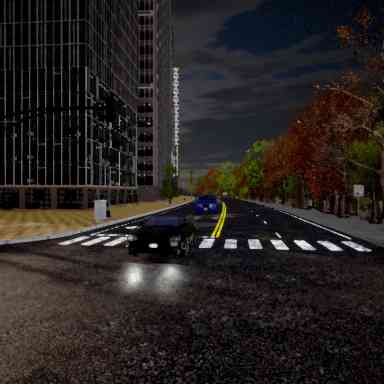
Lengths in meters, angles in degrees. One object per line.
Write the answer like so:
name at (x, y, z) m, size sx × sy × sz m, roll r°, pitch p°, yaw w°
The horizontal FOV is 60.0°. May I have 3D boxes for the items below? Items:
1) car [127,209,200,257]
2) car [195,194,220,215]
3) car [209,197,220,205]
car at (-1.012, 1.570, 12.882) m, size 1.994 × 1.385 × 4.181 m, roll 0°, pitch 0°, yaw 8°
car at (1.592, 1.249, 34.027) m, size 2.150 × 2.045 × 5.566 m, roll 0°, pitch 0°, yaw 6°
car at (4.064, 1.572, 58.877) m, size 1.895 × 1.301 × 4.718 m, roll 0°, pitch 0°, yaw 5°
